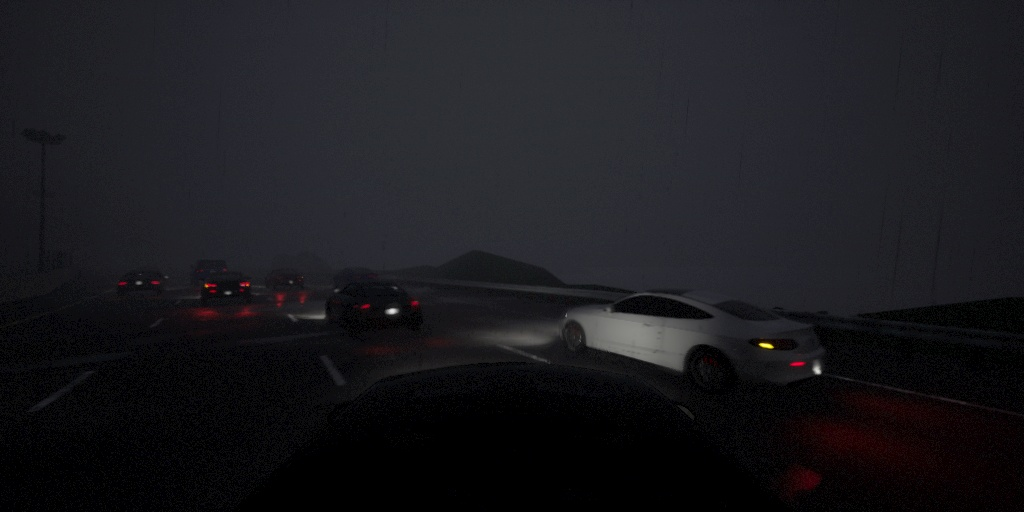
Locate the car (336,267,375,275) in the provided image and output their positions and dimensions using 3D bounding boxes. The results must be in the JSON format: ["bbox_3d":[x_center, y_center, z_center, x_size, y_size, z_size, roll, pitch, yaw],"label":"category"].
[{"bbox_3d":[-10.784,1.508,24.623,1.882,1.535,5.008,1,-1,-40],"label":"car"}]

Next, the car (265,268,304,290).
[{"bbox_3d":[-16.108,1.562,25.361,1.812,1.442,4.674,1,-1,-42],"label":"car"}]

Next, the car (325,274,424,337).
[{"bbox_3d":[-4.290,1.426,10.908,1.994,1.385,4.181,1,-1,-36],"label":"car"}]

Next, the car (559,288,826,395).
[{"bbox_3d":[2.910,1.341,6.847,1.812,1.442,4.674,1,-1,-34],"label":"car"}]

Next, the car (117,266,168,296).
[{"bbox_3d":[-21.818,1.530,21.245,2.033,1.411,5.357,1,-1,-42],"label":"car"}]

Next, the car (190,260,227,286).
[{"bbox_3d":[-24.966,1.308,29.633,2.150,2.045,5.566,1,-1,-45],"label":"car"}]

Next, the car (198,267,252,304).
[{"bbox_3d":[-14.047,1.467,17.652,1.812,1.442,4.674,1,-1,-40],"label":"car"}]
